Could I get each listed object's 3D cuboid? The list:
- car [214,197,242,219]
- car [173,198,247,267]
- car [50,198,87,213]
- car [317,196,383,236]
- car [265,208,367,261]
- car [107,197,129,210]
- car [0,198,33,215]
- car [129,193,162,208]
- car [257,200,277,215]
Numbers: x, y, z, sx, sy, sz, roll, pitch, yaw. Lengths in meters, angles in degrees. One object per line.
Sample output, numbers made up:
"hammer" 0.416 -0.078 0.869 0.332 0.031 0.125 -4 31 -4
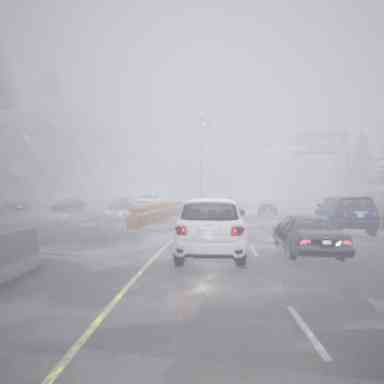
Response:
"car" 3.243 1.328 29.525 2.097 1.767 4.553 0 0 11
"car" 0.682 1.210 11.569 2.150 2.045 5.566 0 0 5
"car" -13.454 1.390 36.481 1.882 1.535 5.008 0 0 11
"car" 8.457 1.228 18.644 2.150 2.045 5.566 0 0 7
"car" 4.223 1.547 12.370 2.033 1.411 5.357 0 0 5
"car" -8.841 1.429 41.463 1.837 1.490 4.892 0 -1 12
"car" -17.794 1.395 32.570 2.128 1.511 4.902 0 0 11
"car" -5.379 1.158 40.929 2.150 2.045 5.566 0 0 12
"car" 7.567 1.512 33.467 1.812 1.442 4.674 0 0 11
